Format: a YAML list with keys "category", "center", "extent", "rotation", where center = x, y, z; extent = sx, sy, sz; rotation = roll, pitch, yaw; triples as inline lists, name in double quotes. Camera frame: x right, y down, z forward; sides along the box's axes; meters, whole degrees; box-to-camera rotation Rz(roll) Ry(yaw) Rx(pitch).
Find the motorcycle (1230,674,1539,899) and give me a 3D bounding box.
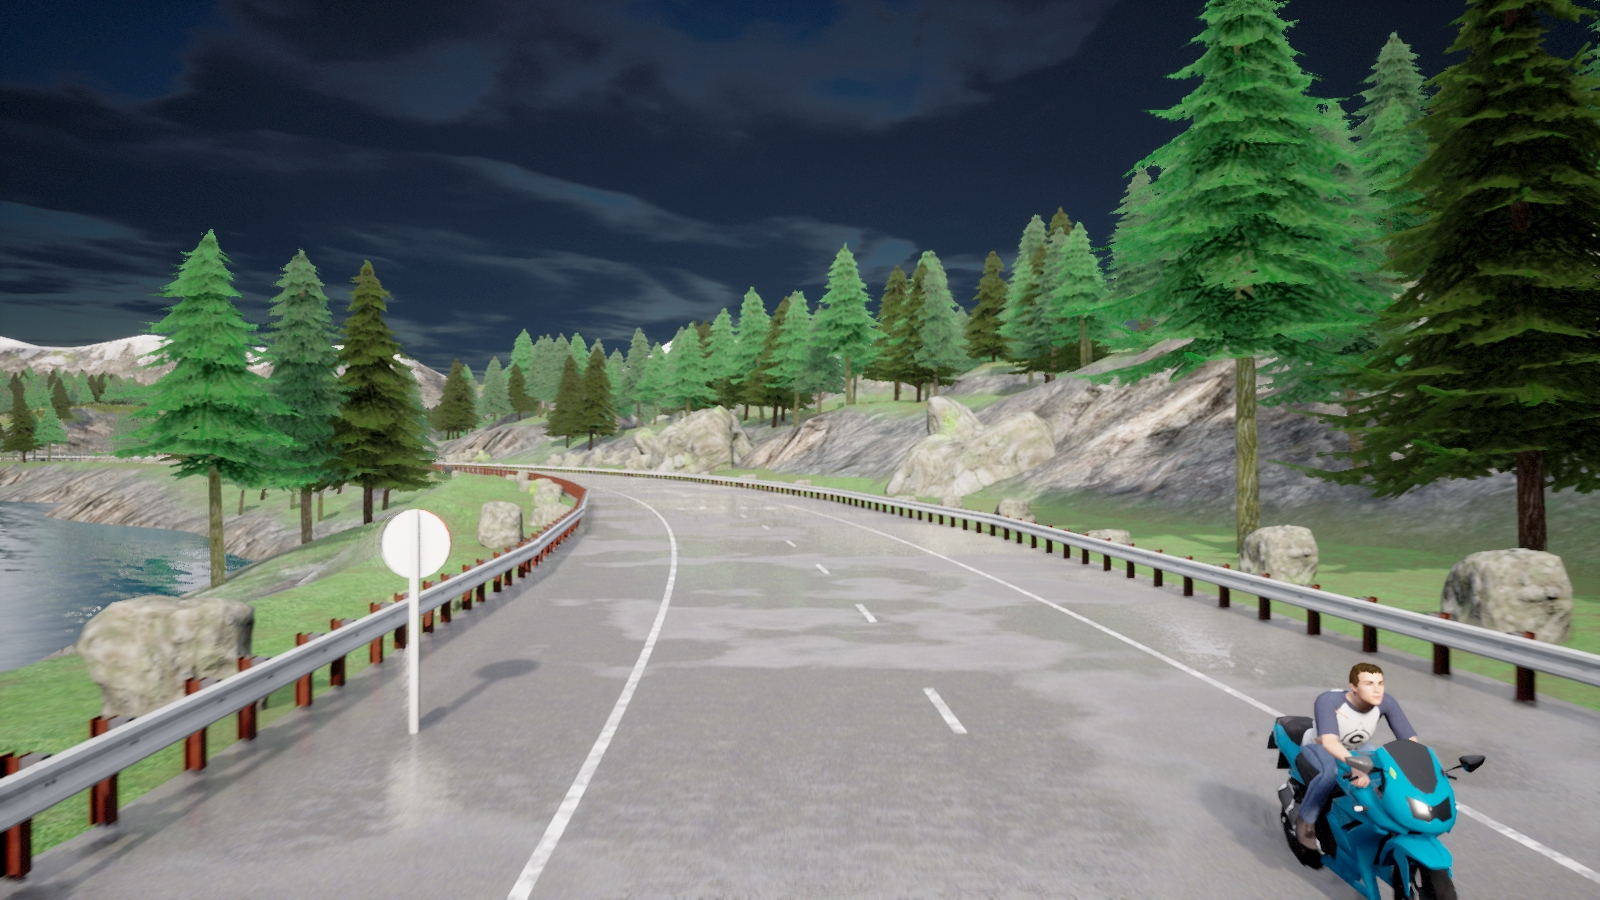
- category: "motorcycle"
  center: [3.423, 2.177, 6.954]
  extent: [0.803, 1.217, 2.033]
  rotation: [0, 0, -1]
